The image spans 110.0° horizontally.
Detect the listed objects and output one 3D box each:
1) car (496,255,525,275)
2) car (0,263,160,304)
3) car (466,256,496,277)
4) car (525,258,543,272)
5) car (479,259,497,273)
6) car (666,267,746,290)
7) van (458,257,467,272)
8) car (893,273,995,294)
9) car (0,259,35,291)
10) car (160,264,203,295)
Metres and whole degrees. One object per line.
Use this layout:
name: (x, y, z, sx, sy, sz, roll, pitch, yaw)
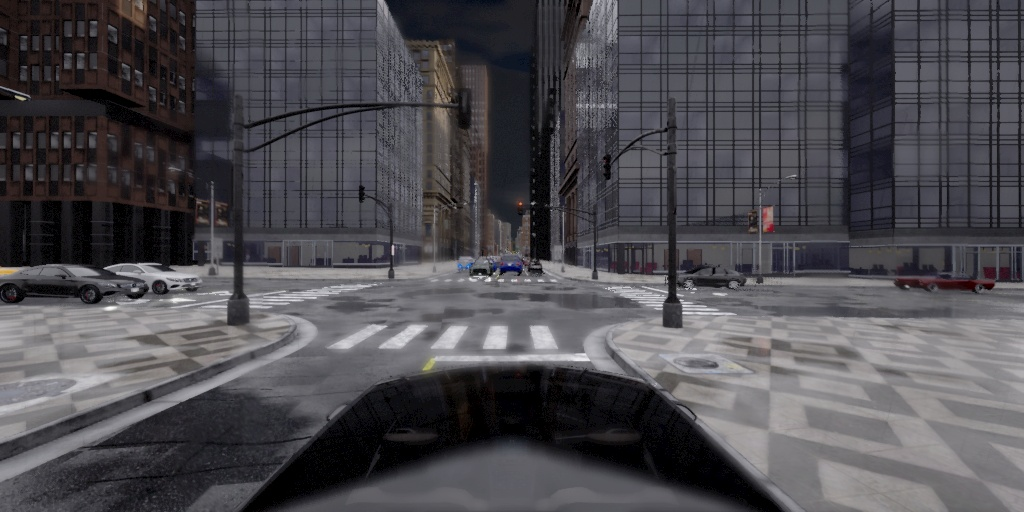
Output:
car: (-0.026, 0.948, 38.077, 2.150, 2.045, 5.566, 0, 0, 4)
car: (-17.234, 1.047, 14.121, 4.674, 1.442, 1.812, 1, 0, -1)
car: (-2.966, 1.080, 35.508, 2.097, 1.767, 4.553, 0, 0, 0)
car: (2.834, 1.283, 44.673, 1.948, 1.339, 4.313, 0, 0, 0)
car: (-2.932, 1.195, 44.629, 1.882, 1.535, 5.008, 0, 0, 1)
car: (12.853, 1.463, 23.936, 4.892, 1.490, 1.837, 1, 0, 0)
van: (-5.691, 1.058, 44.719, 1.690, 1.789, 3.998, 0, 0, 0)
car: (28.589, 1.770, 23.855, 4.718, 1.301, 1.895, 1, 0, 1)
car: (-26.907, 0.887, 17.418, 5.008, 1.535, 1.882, 1, 0, 1)
car: (-17.762, 1.052, 17.377, 4.674, 1.442, 1.812, 1, 0, 0)
